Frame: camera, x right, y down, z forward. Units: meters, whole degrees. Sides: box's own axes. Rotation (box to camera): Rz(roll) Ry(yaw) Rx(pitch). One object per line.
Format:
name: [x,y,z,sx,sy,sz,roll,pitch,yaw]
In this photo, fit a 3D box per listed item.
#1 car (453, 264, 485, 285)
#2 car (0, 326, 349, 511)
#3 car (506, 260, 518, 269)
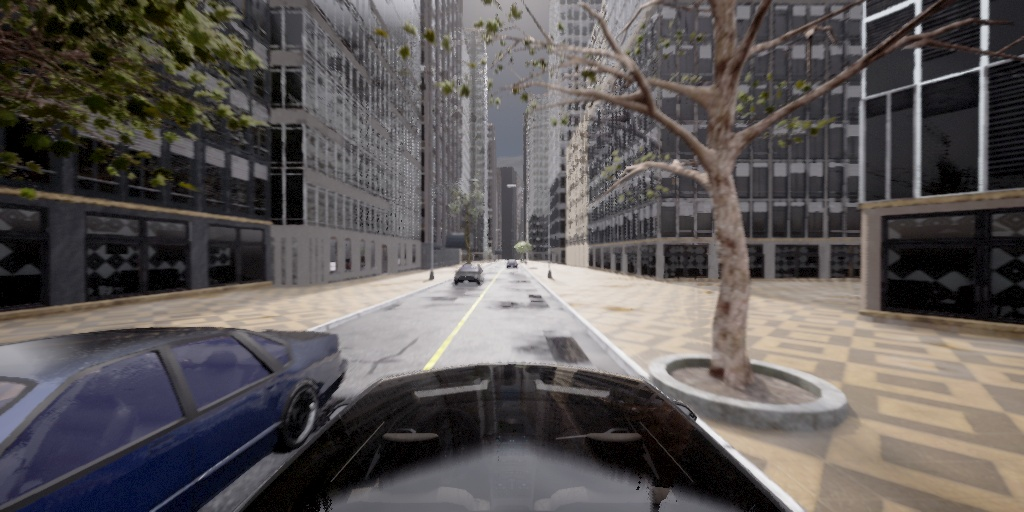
car: [-3.009,1.306,26.232,2.033,1.411,5.357,0,0,0]
car: [-3.084,1.298,2.418,2.033,1.411,5.357,0,0,0]
car: [-0.019,1.394,58.143,1.895,1.301,4.718,0,0,0]
